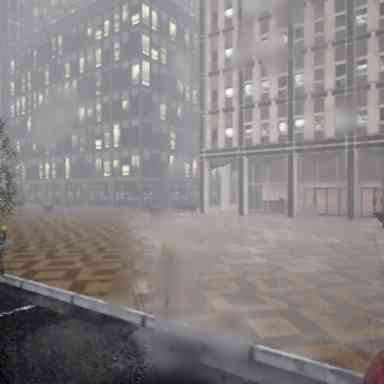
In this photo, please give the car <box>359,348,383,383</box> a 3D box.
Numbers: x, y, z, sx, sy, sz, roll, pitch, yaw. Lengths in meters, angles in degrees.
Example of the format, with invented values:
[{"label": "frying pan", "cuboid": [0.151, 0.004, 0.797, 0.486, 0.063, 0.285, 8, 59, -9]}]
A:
[{"label": "car", "cuboid": [3.017, 1.304, 0.717, 5.009, 1.841, 2.192, 0, 0, 35]}]
